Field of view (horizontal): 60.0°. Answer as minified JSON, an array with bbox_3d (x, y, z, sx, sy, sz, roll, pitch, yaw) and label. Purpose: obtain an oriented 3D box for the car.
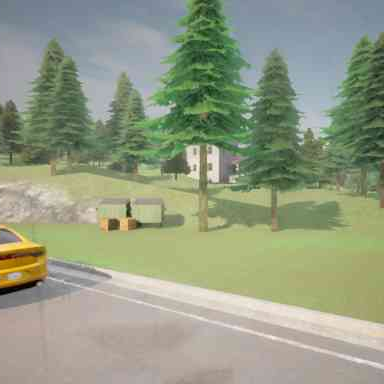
[{"bbox_3d":[-5.443,1.477,7.873,5.008,1.535,1.882,0,0,35],"label":"car"}]
